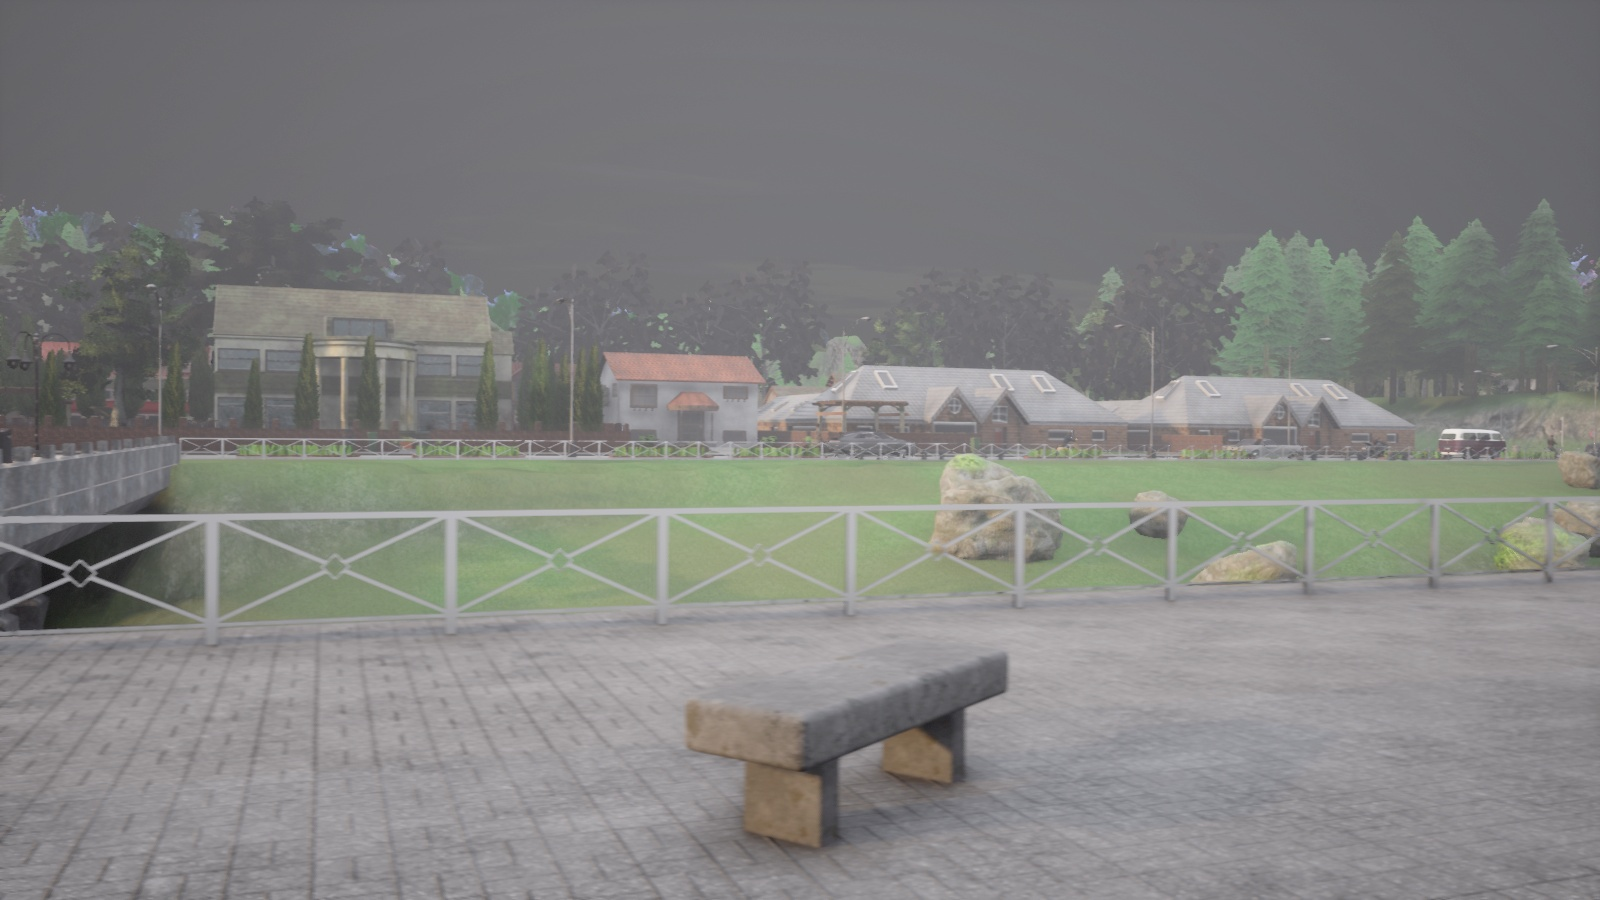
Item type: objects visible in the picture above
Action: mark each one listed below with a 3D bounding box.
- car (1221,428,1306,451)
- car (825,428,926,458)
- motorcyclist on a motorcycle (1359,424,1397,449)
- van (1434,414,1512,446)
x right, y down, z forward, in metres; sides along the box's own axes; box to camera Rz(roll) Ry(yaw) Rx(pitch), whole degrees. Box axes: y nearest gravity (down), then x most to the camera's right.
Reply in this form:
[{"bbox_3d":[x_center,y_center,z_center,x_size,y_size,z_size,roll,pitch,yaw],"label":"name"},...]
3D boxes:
[{"bbox_3d":[28.095,-0.644,76.119,4.718,1.301,1.895,-1,1,-21],"label":"car"},{"bbox_3d":[4.023,-0.379,66.985,4.902,1.511,2.128,-1,1,-21],"label":"car"},{"bbox_3d":[36.504,-0.852,79.309,2.191,1.530,0.866,-1,1,-21],"label":"motorcyclist on a motorcycle"},{"bbox_3d":[44.010,-1.291,82.154,4.480,2.038,2.069,-1,1,-21],"label":"van"}]
